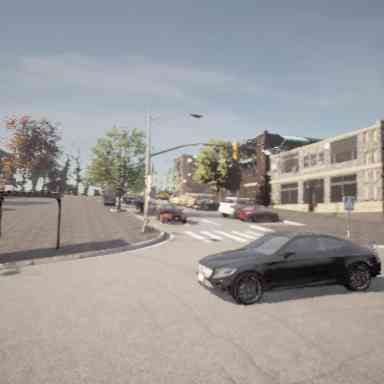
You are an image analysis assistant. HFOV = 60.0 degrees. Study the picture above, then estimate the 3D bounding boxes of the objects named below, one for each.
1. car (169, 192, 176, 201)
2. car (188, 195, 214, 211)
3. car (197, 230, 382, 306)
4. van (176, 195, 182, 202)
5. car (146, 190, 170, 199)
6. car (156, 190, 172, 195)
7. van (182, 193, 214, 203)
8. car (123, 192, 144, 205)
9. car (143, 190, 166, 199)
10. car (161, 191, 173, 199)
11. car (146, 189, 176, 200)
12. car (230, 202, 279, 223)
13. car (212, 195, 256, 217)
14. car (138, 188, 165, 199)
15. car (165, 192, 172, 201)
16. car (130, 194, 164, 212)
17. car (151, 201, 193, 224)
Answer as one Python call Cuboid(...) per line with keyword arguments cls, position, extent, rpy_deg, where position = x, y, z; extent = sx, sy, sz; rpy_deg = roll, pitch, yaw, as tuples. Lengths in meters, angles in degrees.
Cuboid(cls="car", position=(-0.329, 1.339, 51.214), extent=(5.366, 1.575, 1.946), rpy_deg=(3, 1, -38))
Cuboid(cls="car", position=(2.382, 1.614, 42.490), extent=(4.892, 1.521, 2.231), rpy_deg=(3, 1, -38))
Cuboid(cls="car", position=(2.453, 1.703, 8.345), extent=(4.674, 1.442, 1.812), rpy_deg=(0, -2, -16))
Cuboid(cls="van", position=(0.404, 1.197, 48.151), extent=(4.442, 1.987, 1.878), rpy_deg=(3, 1, -38))
Cuboid(cls="car", position=(-7.324, 0.551, 71.117), extent=(4.553, 1.767, 2.185), rpy_deg=(3, 0, -40))
Cuboid(cls="car", position=(-5.167, 0.872, 65.521), extent=(5.366, 1.575, 1.946), rpy_deg=(3, 1, -39))
Cuboid(cls="van", position=(1.362, 1.291, 45.279), extent=(4.442, 1.987, 1.878), rpy_deg=(3, 1, -38))
Cuboid(cls="car", position=(-8.663, 1.011, 47.157), extent=(2.128, 1.511, 4.902), rpy_deg=(2, 1, -19))
Cuboid(cls="car", position=(-8.282, 0.496, 73.985), extent=(4.553, 1.767, 2.185), rpy_deg=(4, -2, -40))
Cuboid(cls="car", position=(-2.400, 1.188, 56.835), extent=(4.674, 1.452, 2.002), rpy_deg=(3, 1, -39))
Cuboid(cls="car", position=(-6.304, 0.521, 68.239), extent=(5.566, 2.045, 2.435), rpy_deg=(3, 1, -39))
Cuboid(cls="car", position=(6.205, 2.025, 31.032), extent=(4.674, 1.452, 2.002), rpy_deg=(3, 1, -38))
Cuboid(cls="car", position=(5.282, 1.642, 33.911), extent=(5.566, 2.045, 2.435), rpy_deg=(3, 1, -38))
Cuboid(cls="car", position=(-9.316, 0.393, 76.750), extent=(5.566, 2.045, 2.435), rpy_deg=(5, -5, -39))
Cuboid(cls="car", position=(-1.427, 1.282, 53.968), extent=(4.674, 1.452, 2.002), rpy_deg=(3, 1, -38))
Cuboid(cls="car", position=(-4.984, 1.363, 36.445), extent=(2.128, 1.511, 4.902), rpy_deg=(2, 1, -19))
Cuboid(cls="car", position=(-1.739, 1.747, 27.002), extent=(1.994, 1.385, 4.181), rpy_deg=(2, 1, -17))
